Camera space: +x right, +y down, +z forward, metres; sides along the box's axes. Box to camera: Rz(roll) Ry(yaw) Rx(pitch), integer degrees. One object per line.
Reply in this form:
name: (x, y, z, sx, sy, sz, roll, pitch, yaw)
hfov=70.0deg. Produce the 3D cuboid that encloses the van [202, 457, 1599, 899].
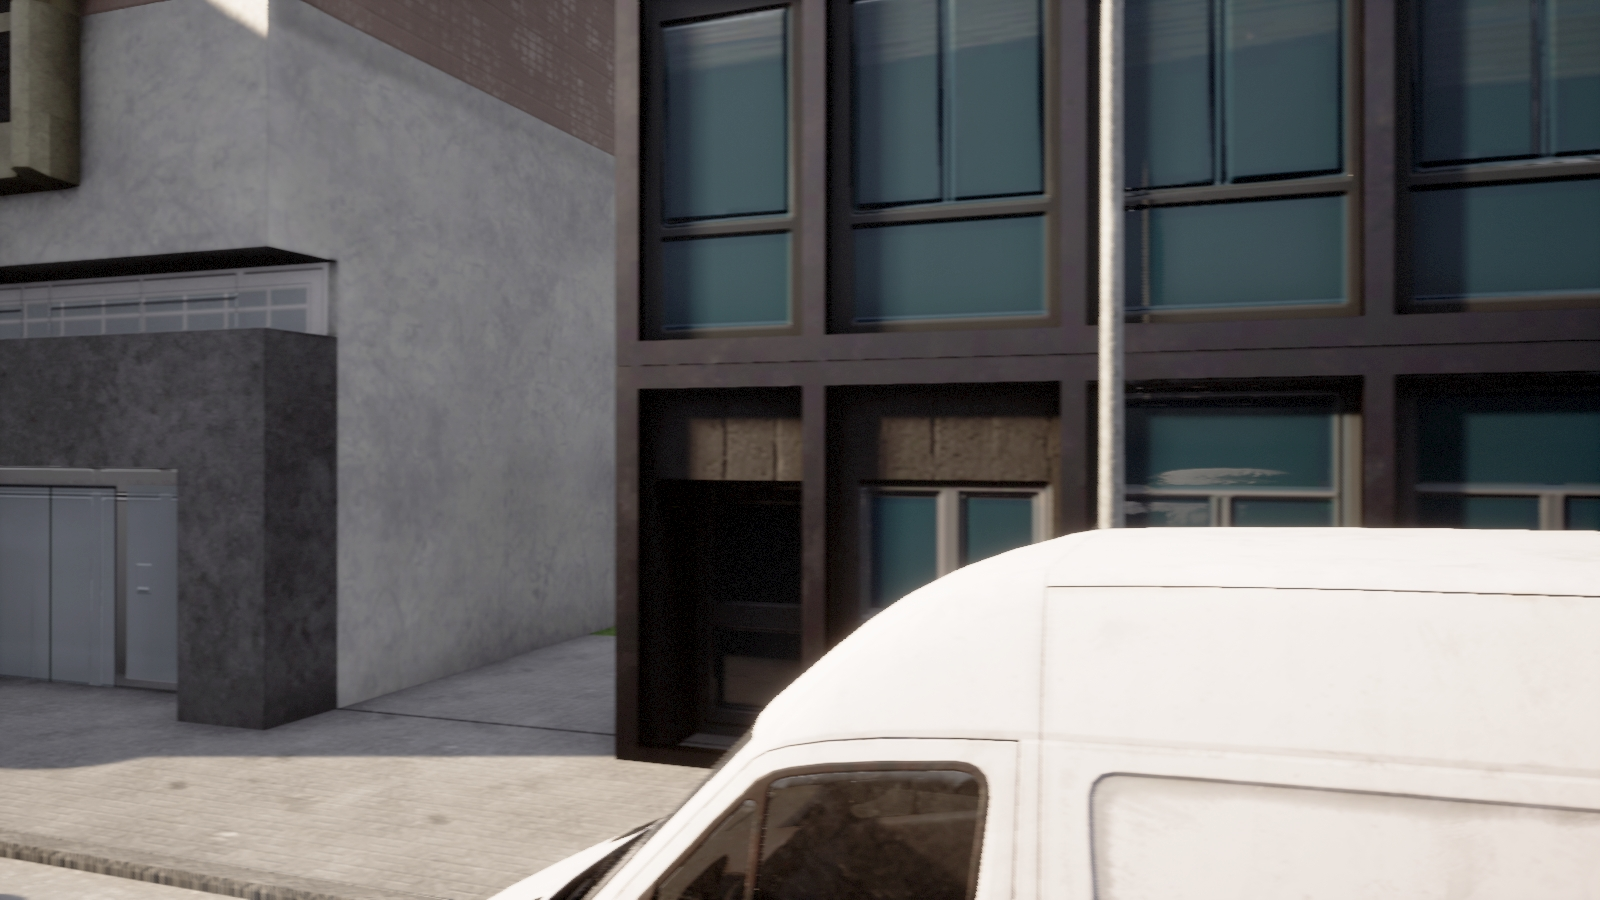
van: (1.359, 1.314, 3.291, 5.915, 2.561, 1.988, 0, 0, 20)
